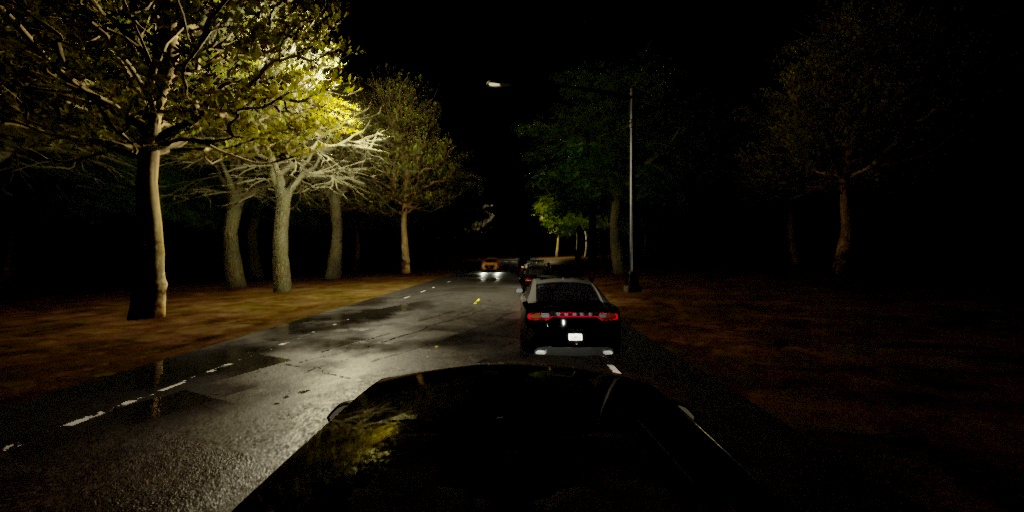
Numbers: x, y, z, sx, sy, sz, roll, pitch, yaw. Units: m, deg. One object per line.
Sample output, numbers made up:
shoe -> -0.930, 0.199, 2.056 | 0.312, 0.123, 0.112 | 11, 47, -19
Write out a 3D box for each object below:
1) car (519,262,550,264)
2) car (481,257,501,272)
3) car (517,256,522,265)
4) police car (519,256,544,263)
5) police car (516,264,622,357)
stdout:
car -> 1.399, 1.215, 18.498 | 1.812, 1.442, 4.674 | 0, 0, 2
car -> -2.290, 0.931, 40.523 | 1.882, 1.535, 5.008 | 0, 1, 3
car -> 1.802, 0.836, 50.144 | 1.837, 1.490, 4.892 | 0, 1, 2
police car -> 1.658, 1.058, 24.585 | 1.930, 1.638, 5.238 | 0, 1, 3
police car -> 1.123, 1.166, 8.670 | 1.930, 1.638, 5.238 | 0, 0, 1
